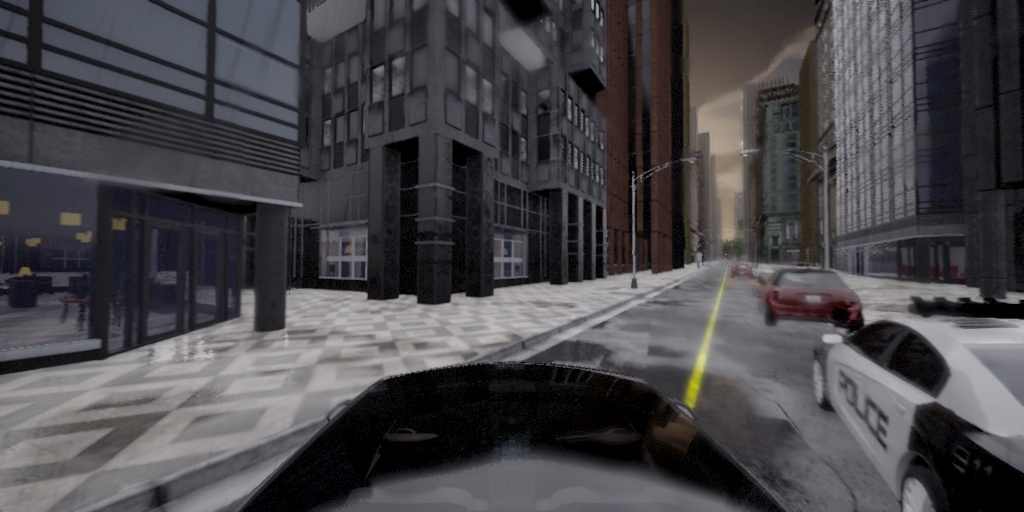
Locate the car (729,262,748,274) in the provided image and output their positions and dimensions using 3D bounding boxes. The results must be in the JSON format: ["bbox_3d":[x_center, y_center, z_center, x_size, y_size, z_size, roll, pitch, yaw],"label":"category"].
[{"bbox_3d":[30.768,1.632,48.760,2.128,1.511,4.902,-1,-1,31],"label":"car"}]

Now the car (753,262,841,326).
[{"bbox_3d":[9.169,1.171,11.426,2.097,1.767,4.553,-1,-1,31],"label":"car"}]

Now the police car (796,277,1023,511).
[{"bbox_3d":[4.057,1.173,2.993,1.930,1.638,5.238,-1,-1,31],"label":"police car"}]

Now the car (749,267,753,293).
[{"bbox_3d":[12.398,1.319,16.743,1.801,1.575,5.366,-1,-1,31],"label":"car"}]

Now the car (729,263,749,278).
[{"bbox_3d":[24.180,1.570,37.774,1.812,1.442,4.674,-1,-1,32],"label":"car"}]
